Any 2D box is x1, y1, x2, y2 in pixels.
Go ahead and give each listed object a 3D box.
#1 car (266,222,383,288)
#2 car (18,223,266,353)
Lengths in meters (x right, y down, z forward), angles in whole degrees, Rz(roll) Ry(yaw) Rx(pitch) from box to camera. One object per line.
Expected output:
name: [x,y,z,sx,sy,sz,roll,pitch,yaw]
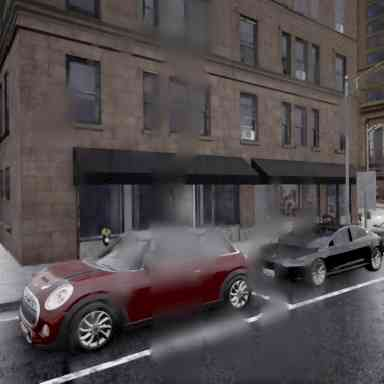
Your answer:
car: [3.620,1.564,9.245,4.313,1.339,1.947,0,-1,-36]
car: [-0.862,1.439,6.047,4.097,1.590,1.967,0,-1,-36]
